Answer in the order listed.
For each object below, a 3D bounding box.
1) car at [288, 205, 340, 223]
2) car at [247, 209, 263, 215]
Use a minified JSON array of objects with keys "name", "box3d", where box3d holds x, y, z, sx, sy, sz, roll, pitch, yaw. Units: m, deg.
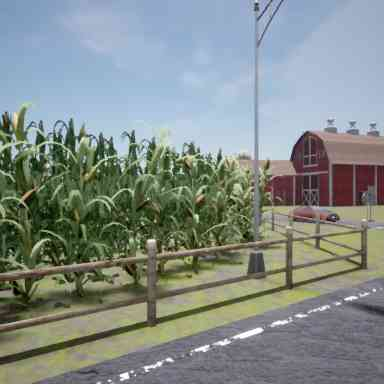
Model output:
[{"name":"car","box3d":[9.976,1.810,27.489,1.994,1.385,4.181,1,-1,-29]},{"name":"car","box3d":[5.515,2.000,35.511,1.895,1.301,4.718,1,-1,-27]}]
